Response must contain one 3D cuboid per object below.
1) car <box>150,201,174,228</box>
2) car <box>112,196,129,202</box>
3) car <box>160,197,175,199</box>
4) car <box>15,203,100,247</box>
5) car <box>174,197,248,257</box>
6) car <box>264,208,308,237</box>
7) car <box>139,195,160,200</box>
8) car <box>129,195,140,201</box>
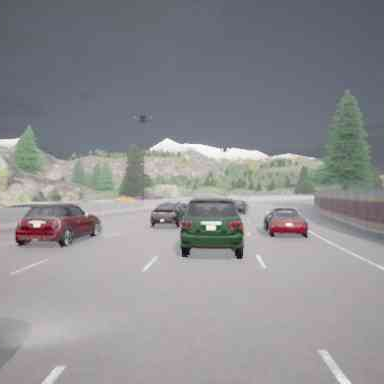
[{"bbox_3d":[-1.396,1.492,22.205,2.128,1.511,4.902,0,0,9],"label":"car"},{"bbox_3d":[-13.801,1.452,65.791,1.882,1.535,5.008,0,0,23],"label":"car"},{"bbox_3d":[-3.597,1.602,62.913,1.895,1.301,4.718,0,0,25],"label":"car"},{"bbox_3d":[-5.899,1.339,15.248,2.097,1.767,4.553,0,0,6],"label":"car"},{"bbox_3d":[0.852,1.225,13.100,2.150,2.045,5.566,0,0,6],"label":"car"},{"bbox_3d":[5.086,1.581,18.391,1.994,1.385,4.181,0,0,8],"label":"car"},{"bbox_3d":[-7.368,1.469,63.069,1.882,1.535,5.008,0,0,24],"label":"car"},{"bbox_3d":[-9.848,1.339,66.090,2.097,1.767,4.553,0,0,25],"label":"car"}]
